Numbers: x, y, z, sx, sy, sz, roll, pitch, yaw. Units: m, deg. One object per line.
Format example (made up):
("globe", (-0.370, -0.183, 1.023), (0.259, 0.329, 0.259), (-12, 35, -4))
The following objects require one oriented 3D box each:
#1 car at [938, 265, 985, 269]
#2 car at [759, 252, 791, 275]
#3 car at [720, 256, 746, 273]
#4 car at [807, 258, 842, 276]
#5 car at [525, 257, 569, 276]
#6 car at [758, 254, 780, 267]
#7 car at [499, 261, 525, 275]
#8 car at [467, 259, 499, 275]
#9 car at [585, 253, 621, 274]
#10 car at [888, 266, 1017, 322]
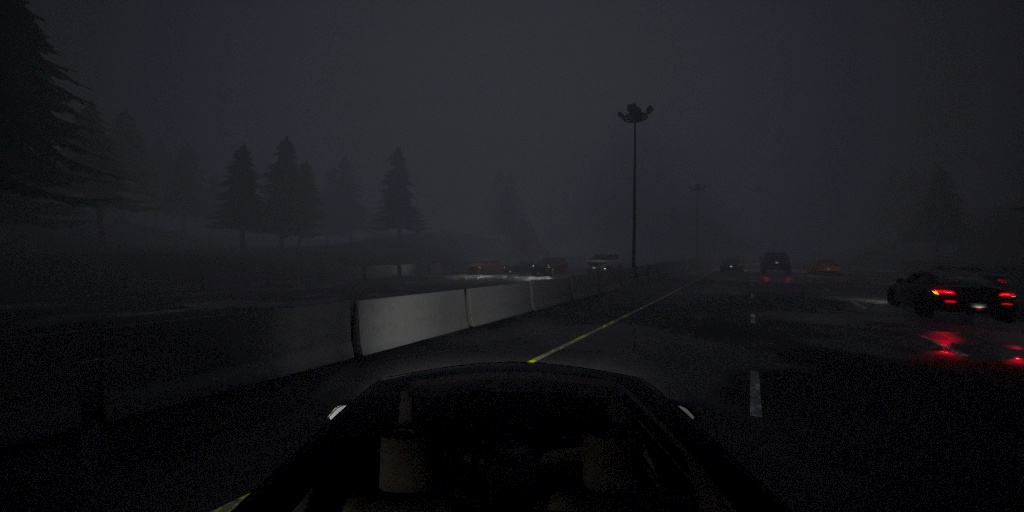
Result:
("car", (23.145, 1.163, 18.684), (2.033, 1.411, 5.357), (0, 1, 34))
("car", (24.922, 0.634, 33.977), (2.150, 2.045, 5.566), (0, 1, 34))
("car", (22.566, 0.956, 36.756), (1.994, 1.385, 4.181), (0, 1, 34))
("car", (27.877, 0.891, 32.105), (1.882, 1.535, 5.008), (0, 1, 34))
("car", (3.588, 0.929, 33.802), (2.097, 1.767, 4.553), (0, 1, 34))
("car", (33.372, 0.584, 46.653), (2.128, 1.511, 4.902), (0, 1, 33))
("car", (1.061, 1.169, 36.316), (1.895, 1.301, 4.718), (0, 1, 34))
("car", (-2.539, 1.058, 37.235), (1.882, 1.535, 5.008), (0, 0, 34))
("car", (9.215, 0.744, 35.856), (2.150, 2.045, 5.566), (0, 0, 34))
("car", (14.561, 1.232, 12.110), (1.812, 1.442, 4.674), (0, 0, 34))
